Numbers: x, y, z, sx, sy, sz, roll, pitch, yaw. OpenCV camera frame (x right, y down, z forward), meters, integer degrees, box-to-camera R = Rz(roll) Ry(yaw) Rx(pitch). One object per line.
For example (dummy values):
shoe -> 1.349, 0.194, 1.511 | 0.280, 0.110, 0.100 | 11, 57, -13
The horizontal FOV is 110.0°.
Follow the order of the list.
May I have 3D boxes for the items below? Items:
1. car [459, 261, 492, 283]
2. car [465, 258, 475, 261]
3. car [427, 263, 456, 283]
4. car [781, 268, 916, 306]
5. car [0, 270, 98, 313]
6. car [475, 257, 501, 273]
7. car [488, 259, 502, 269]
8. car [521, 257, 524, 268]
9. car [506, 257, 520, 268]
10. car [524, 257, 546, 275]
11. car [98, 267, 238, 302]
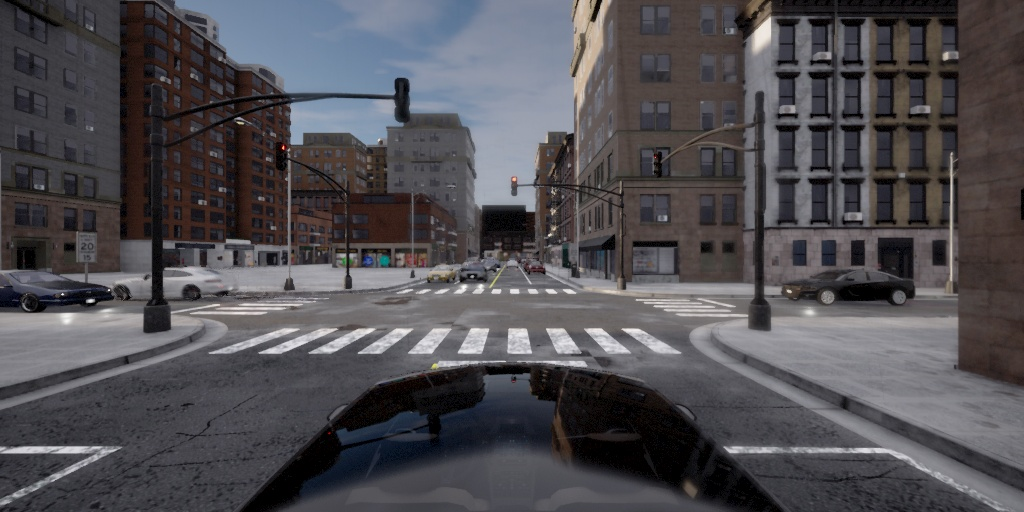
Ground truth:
car -> -2.866, 1.315, 27.752 | 1.994, 1.385, 4.181 | 0, 0, 0
car -> -5.416, 1.302, 45.084 | 2.007, 1.370, 4.403 | 0, 0, 0
car -> -5.405, 1.276, 27.928 | 1.751, 1.417, 4.829 | 0, 0, 0
car -> 14.763, 1.310, 15.905 | 5.008, 1.535, 1.882 | 0, 0, -1
car -> -17.810, 1.216, 12.894 | 5.357, 1.411, 2.033 | 0, 0, 0
car -> -2.869, 1.244, 43.835 | 2.128, 1.511, 4.902 | 0, 0, 0
car -> -2.814, 1.301, 59.361 | 2.033, 1.411, 5.357 | 0, 0, 0
car -> 2.609, 1.066, 45.089 | 2.192, 1.841, 5.009 | 0, 0, 0
car -> 0.064, 1.279, 60.337 | 1.812, 1.442, 4.674 | 0, 0, 0
car -> 2.613, 1.191, 39.427 | 1.967, 1.591, 4.097 | 0, 0, 0
car -> -14.958, 1.208, 16.025 | 4.674, 1.442, 1.812 | 0, 0, -3
